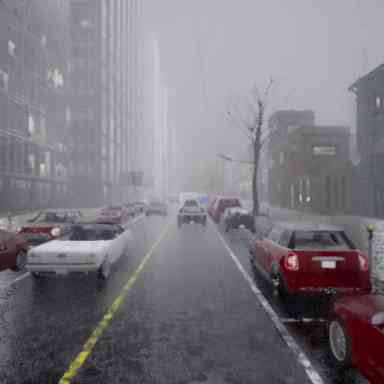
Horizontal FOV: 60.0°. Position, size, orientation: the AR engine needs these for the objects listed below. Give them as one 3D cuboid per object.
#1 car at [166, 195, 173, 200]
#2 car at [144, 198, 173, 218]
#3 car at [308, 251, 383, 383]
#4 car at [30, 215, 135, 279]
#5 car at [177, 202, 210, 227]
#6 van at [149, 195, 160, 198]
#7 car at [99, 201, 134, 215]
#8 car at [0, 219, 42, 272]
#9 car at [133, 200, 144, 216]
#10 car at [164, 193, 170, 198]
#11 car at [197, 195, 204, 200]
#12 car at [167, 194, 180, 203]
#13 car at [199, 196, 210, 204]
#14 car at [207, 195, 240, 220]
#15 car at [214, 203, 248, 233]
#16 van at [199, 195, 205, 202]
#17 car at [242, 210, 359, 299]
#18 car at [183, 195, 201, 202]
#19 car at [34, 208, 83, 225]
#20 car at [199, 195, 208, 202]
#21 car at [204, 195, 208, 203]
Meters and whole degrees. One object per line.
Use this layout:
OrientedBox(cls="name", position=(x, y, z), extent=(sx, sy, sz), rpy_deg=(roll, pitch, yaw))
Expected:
OrientedBox(cls="car", position=(-6.149, 1.507, 91.440), extent=(1.752, 1.417, 4.829), rpy_deg=(1, 0, 0))
OrientedBox(cls="car", position=(-3.166, 1.574, 31.066), extent=(2.033, 1.411, 5.357), rpy_deg=(0, 0, 0))
OrientedBox(cls="car", position=(2.694, 1.580, 2.912), extent=(1.802, 1.307, 4.206), rpy_deg=(1, 0, 0))
OrientedBox(cls="car", position=(-3.142, 1.617, 10.214), extent=(1.895, 1.301, 4.718), rpy_deg=(0, 0, 0))
OrientedBox(cls="car", position=(-0.010, 1.619, 23.100), extent=(1.895, 1.301, 4.718), rpy_deg=(0, 0, 0))
OrientedBox(cls="van", position=(-5.944, 1.365, 52.788), extent=(1.690, 1.788, 3.998), rpy_deg=(1, 0, 0))
OrientedBox(cls="car", position=(-5.802, 1.612, 25.054), extent=(1.802, 1.307, 4.206), rpy_deg=(1, 0, 0))
OrientedBox(cls="car", position=(-5.715, 1.602, 8.416), extent=(1.802, 1.307, 4.206), rpy_deg=(1, 0, 0))
OrientedBox(cls="car", position=(-5.831, 1.613, 30.602), extent=(1.802, 1.307, 4.206), rpy_deg=(1, 0, 0))
OrientedBox(cls="car", position=(-6.118, 1.305, 86.064), extent=(2.192, 1.841, 5.009), rpy_deg=(1, 0, 0))
OrientedBox(cls="car", position=(2.229, 1.491, 91.826), extent=(1.752, 1.417, 4.829), rpy_deg=(1, 0, 0))
OrientedBox(cls="car", position=(-3.343, 1.554, 65.259), extent=(1.812, 1.442, 4.674), rpy_deg=(0, 0, 0))
OrientedBox(cls="car", position=(2.375, 1.565, 63.926), extent=(1.947, 1.339, 4.313), rpy_deg=(1, 0, 0))
OrientedBox(cls="car", position=(2.581, 1.329, 25.098), extent=(2.192, 1.841, 5.009), rpy_deg=(1, 0, 0))
OrientedBox(cls="car", position=(2.608, 1.562, 19.552), extent=(2.008, 1.369, 4.403), rpy_deg=(1, 0, 0))
OrientedBox(cls="van", position=(2.407, 1.345, 58.379), extent=(1.690, 1.788, 3.998), rpy_deg=(1, 0, 0))
OrientedBox(cls="car", position=(2.667, 1.444, 8.461), extent=(1.967, 1.590, 4.097), rpy_deg=(1, 0, 0))
OrientedBox(cls="car", position=(-0.124, 1.522, 44.036), extent=(1.837, 1.490, 4.892), rpy_deg=(0, 0, 0))
OrientedBox(cls="car", position=(-5.742, 1.464, 13.962), extent=(1.967, 1.590, 4.097), rpy_deg=(1, 0, 0))
OrientedBox(cls="car", position=(2.619, 1.514, 74.409), extent=(1.812, 1.442, 4.674), rpy_deg=(0, 0, 0))
OrientedBox(cls="car", position=(2.553, 1.330, 30.647), extent=(2.192, 1.841, 5.009), rpy_deg=(1, 0, 0))
